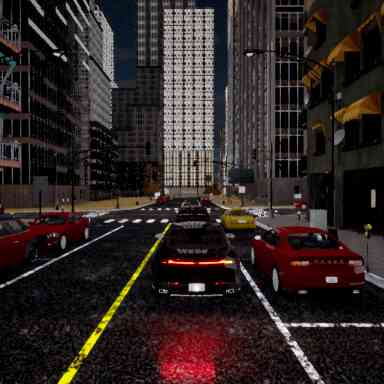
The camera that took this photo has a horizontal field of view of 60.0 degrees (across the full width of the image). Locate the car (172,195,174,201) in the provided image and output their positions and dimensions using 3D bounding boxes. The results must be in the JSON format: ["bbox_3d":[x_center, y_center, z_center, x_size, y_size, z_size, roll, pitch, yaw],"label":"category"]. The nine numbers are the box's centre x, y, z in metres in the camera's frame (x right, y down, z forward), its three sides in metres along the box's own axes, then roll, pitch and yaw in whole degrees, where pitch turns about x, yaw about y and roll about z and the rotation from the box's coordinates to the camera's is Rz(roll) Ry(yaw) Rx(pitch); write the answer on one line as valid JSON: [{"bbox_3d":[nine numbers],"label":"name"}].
[{"bbox_3d":[-5.842,1.311,74.266,2.192,1.841,5.009,-1,0,0],"label":"car"}]

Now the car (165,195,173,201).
[{"bbox_3d":[-5.861,1.521,85.215,1.752,1.417,4.829,-1,0,0],"label":"car"}]

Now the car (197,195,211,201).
[{"bbox_3d":[2.561,1.435,63.161,1.967,1.590,4.097,-1,0,0],"label":"car"}]

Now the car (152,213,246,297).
[{"bbox_3d":[0.082,1.503,8.518,1.837,1.490,4.892,0,0,0],"label":"car"}]

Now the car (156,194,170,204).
[{"bbox_3d":[-5.818,1.540,63.147,1.887,1.381,4.507,-1,0,0],"label":"car"}]

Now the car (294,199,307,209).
[{"bbox_3d":[14.178,1.254,38.782,4.507,1.381,1.887,-1,1,-1],"label":"car"}]

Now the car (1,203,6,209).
[{"bbox_3d":[-23.921,1.744,38.386,4.097,1.590,1.967,-1,1,-1],"label":"car"}]

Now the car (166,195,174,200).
[{"bbox_3d":[-5.871,1.541,90.944,1.887,1.381,4.507,-1,0,0],"label":"car"}]

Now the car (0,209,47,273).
[{"bbox_3d":[-5.716,1.439,8.586,1.967,1.590,4.097,-1,0,0],"label":"car"}]

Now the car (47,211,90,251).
[{"bbox_3d":[-5.725,1.542,14.110,1.887,1.381,4.507,-1,0,0],"label":"car"}]

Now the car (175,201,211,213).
[{"bbox_3d":[0.061,1.475,18.791,1.882,1.535,5.008,0,0,0],"label":"car"}]

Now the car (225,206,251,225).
[{"bbox_3d":[2.644,1.522,19.805,1.752,1.417,4.829,-1,0,0],"label":"car"}]

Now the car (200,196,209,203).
[{"bbox_3d":[2.551,1.520,68.891,1.752,1.417,4.829,-1,0,0],"label":"car"}]

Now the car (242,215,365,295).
[{"bbox_3d":[2.666,1.543,8.589,1.887,1.381,4.507,-1,0,0],"label":"car"}]

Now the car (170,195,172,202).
[{"bbox_3d":[-5.831,1.310,68.707,2.192,1.841,5.009,-1,0,0],"label":"car"}]
